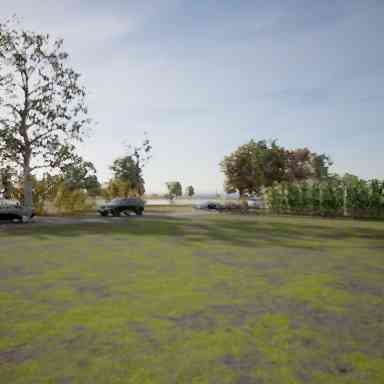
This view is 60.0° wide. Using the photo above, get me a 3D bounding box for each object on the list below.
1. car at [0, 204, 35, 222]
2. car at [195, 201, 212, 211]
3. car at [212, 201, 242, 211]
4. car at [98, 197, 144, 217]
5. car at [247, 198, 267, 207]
[{"bbox_3d":[-14.923,1.692,26.165,2.128,1.511,4.902,-1,-1,35],"label":"car"},{"bbox_3d":[2.389,2.141,50.705,2.128,1.511,4.902,-1,-2,36],"label":"car"},{"bbox_3d":[5.624,2.177,50.339,2.033,1.411,5.357,-1,-1,36],"label":"car"},{"bbox_3d":[-7.660,1.610,36.501,2.150,2.045,5.566,-1,-2,35],"label":"car"},{"bbox_3d":[11.583,2.011,58.907,2.150,2.045,5.566,-1,-1,35],"label":"car"}]
